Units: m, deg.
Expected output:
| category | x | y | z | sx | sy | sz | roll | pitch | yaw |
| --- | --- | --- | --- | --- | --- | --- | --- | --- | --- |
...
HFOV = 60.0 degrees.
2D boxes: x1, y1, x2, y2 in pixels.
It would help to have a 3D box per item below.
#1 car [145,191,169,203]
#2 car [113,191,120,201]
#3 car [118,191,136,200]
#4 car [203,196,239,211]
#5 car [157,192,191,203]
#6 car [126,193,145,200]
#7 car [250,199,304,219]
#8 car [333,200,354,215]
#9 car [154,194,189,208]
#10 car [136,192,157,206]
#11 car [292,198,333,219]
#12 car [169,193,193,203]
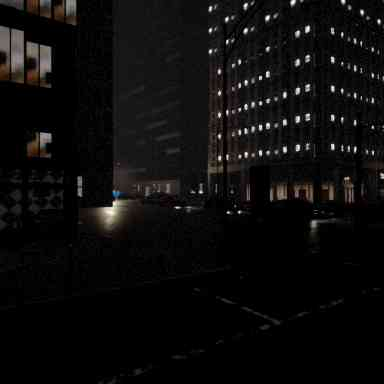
| category | x | y | z | sx | sy | sz | roll | pitch | yaw |
| --- | --- | --- | --- | --- | --- | --- | --- | --- | --- |
| car | -5.954 | 0.806 | 55.594 | 2.097 | 1.767 | 4.553 | 0 | 1 | -34 |
| car | -14.992 | 0.919 | 58.883 | 1.887 | 1.381 | 4.507 | 1 | 0 | -35 |
| car | -13.127 | 0.876 | 65.724 | 1.994 | 1.385 | 4.181 | 0 | 1 | -36 |
| car | 3.146 | 1.189 | 36.456 | 2.128 | 1.511 | 4.902 | 0 | 1 | -32 |
| car | -2.463 | 1.058 | 45.168 | 1.882 | 1.535 | 5.008 | 0 | 1 | -34 |
| car | -11.522 | 0.864 | 67.789 | 1.947 | 1.339 | 4.313 | 1 | 0 | -36 |
| car | 6.401 | 1.399 | 26.551 | 1.802 | 1.307 | 4.206 | 1 | 0 | -32 |
| car | 13.020 | 1.377 | 31.244 | 1.802 | 1.307 | 4.206 | 1 | 0 | -32 |
| car | -2.496 | 1.211 | 40.507 | 1.802 | 1.307 | 4.206 | 1 | 0 | -33 |
| car | -5.445 | 1.094 | 45.003 | 1.752 | 1.417 | 4.829 | 1 | 0 | -33 |
| car | 8.752 | 1.323 | 27.559 | 1.837 | 1.490 | 4.892 | 0 | 0 | -32 |
| car | -1.876 | 0.926 | 54.343 | 1.967 | 1.590 | 4.097 | 1 | 0 | -35 |
